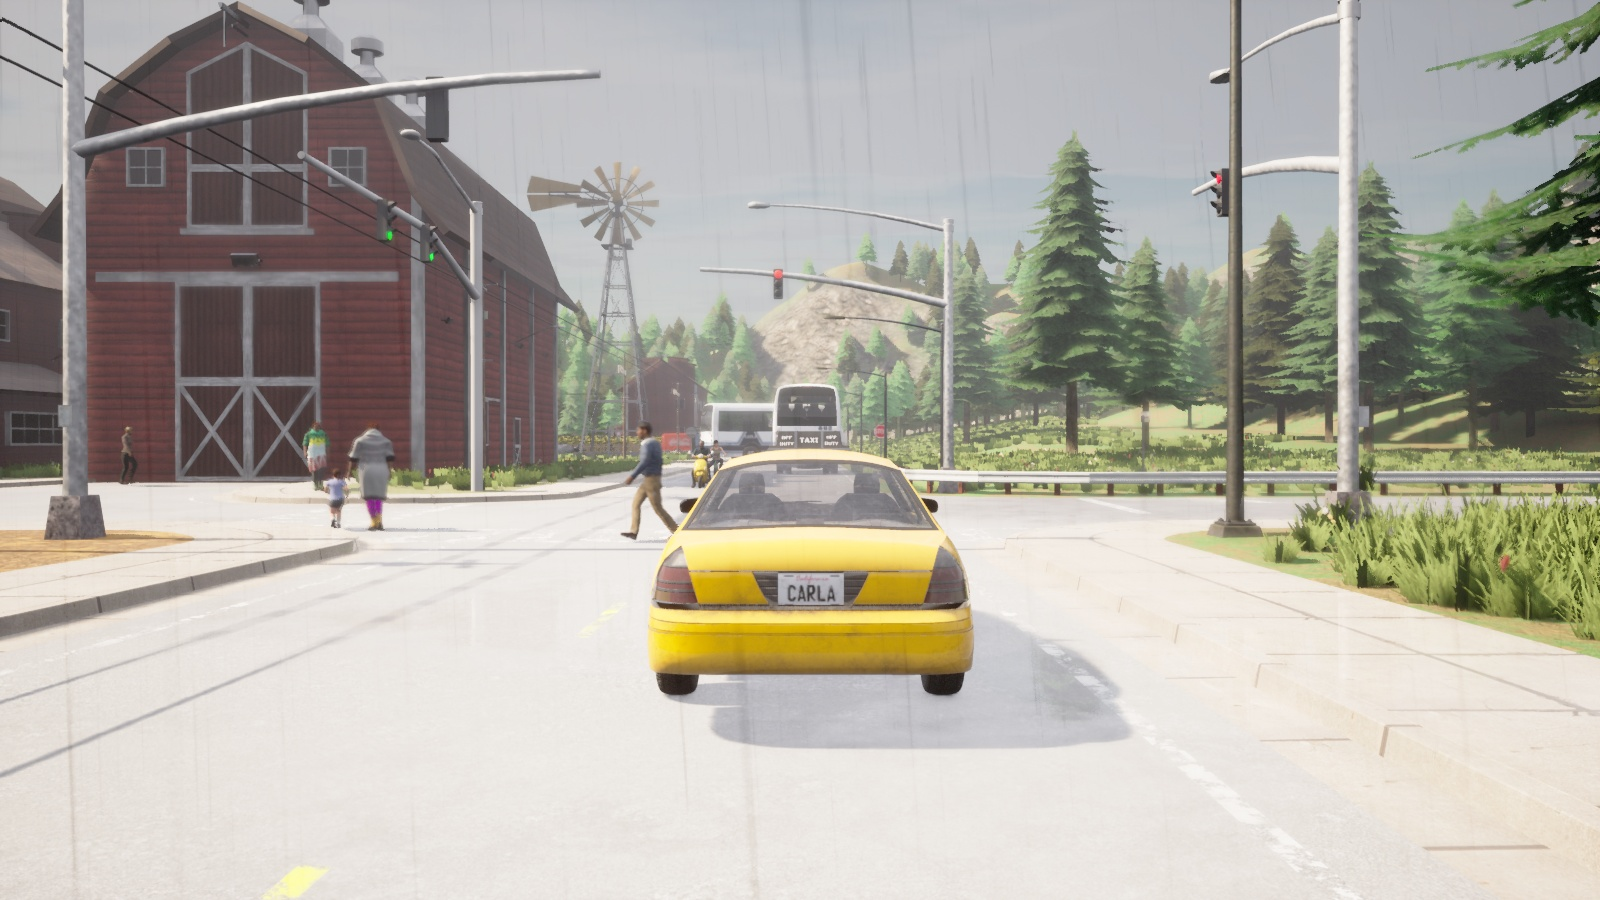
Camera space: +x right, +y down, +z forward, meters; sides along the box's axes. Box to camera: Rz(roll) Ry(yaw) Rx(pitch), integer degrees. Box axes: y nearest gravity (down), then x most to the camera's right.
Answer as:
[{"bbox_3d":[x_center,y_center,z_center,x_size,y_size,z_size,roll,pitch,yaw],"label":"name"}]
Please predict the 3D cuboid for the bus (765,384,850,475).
[{"bbox_3d":[0.361,-0.989,63.582,3.944,4.253,10.273,0,0,0],"label":"bus"}]

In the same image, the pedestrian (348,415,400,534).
[{"bbox_3d":[-7.194,0.395,21.198,0.659,1.952,0.873,0,0,-30],"label":"pedestrian"}]

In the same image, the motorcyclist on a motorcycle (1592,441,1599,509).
[{"bbox_3d":[18.805,0.560,27.811,2.044,1.523,0.797,0,0,-1],"label":"motorcyclist on a motorcycle"}]

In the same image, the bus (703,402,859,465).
[{"bbox_3d":[-1.369,-1.127,88.576,10.273,4.253,3.944,0,0,-20],"label":"bus"}]

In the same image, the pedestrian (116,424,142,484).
[{"bbox_3d":[-20.901,0.124,39.108,0.634,1.846,0.331,0,0,0],"label":"pedestrian"}]

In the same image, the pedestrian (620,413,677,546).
[{"bbox_3d":[-2.244,0.434,18.650,0.788,1.949,0.423,0,0,1],"label":"pedestrian"}]

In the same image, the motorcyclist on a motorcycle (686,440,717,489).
[{"bbox_3d":[-3.259,0.462,41.690,0.866,1.590,1.817,0,0,0],"label":"motorcyclist on a motorcycle"}]

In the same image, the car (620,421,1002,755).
[{"bbox_3d":[0.063,0.637,8.603,1.801,1.575,5.366,0,0,0],"label":"car"}]

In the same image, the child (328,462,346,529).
[{"bbox_3d":[-7.826,0.756,21.212,0.255,1.110,0.394,0,0,-24],"label":"child"}]

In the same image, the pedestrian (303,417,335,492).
[{"bbox_3d":[-12.704,0.123,33.134,0.659,1.952,0.873,0,0,-30],"label":"pedestrian"}]
